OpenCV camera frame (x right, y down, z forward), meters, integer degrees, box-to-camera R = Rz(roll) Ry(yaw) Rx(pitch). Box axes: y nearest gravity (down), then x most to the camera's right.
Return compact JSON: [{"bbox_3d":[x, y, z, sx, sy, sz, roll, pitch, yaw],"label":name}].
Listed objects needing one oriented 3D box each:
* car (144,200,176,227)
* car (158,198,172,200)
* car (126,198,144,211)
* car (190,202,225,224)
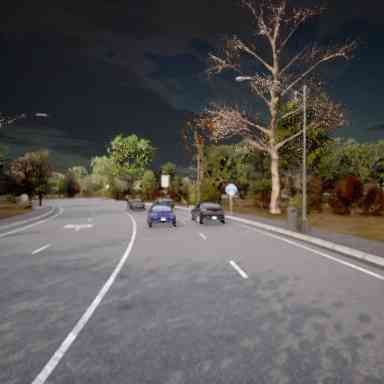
[{"bbox_3d":[-2.175,1.537,23.061,1.812,1.442,4.674,0,0,-10],"label":"car"},{"bbox_3d":[-3.533,1.512,42.329,1.837,1.490,4.892,0,0,-18],"label":"car"},{"bbox_3d":[-7.146,1.534,42.121,2.128,1.511,4.902,-1,0,-18],"label":"car"},{"bbox_3d":[1.077,1.492,24.608,1.837,1.490,4.892,0,0,-10],"label":"car"}]
